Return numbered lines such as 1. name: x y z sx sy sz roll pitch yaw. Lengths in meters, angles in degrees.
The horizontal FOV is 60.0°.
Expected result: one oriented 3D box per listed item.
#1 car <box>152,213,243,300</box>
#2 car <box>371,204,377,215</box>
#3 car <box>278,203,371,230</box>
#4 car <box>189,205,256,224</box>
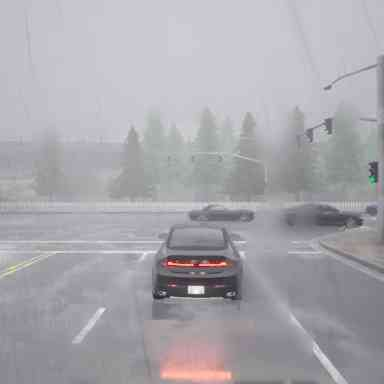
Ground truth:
1. car: 0.171 1.505 8.374 1.837 1.490 4.892 0 0 2
2. car: 18.733 1.422 30.750 5.008 1.535 1.882 0 0 1
3. car: 7.733 1.460 20.145 4.892 1.490 1.837 0 0 0
4. car: 2.086 1.563 23.677 4.718 1.301 1.895 0 0 0
